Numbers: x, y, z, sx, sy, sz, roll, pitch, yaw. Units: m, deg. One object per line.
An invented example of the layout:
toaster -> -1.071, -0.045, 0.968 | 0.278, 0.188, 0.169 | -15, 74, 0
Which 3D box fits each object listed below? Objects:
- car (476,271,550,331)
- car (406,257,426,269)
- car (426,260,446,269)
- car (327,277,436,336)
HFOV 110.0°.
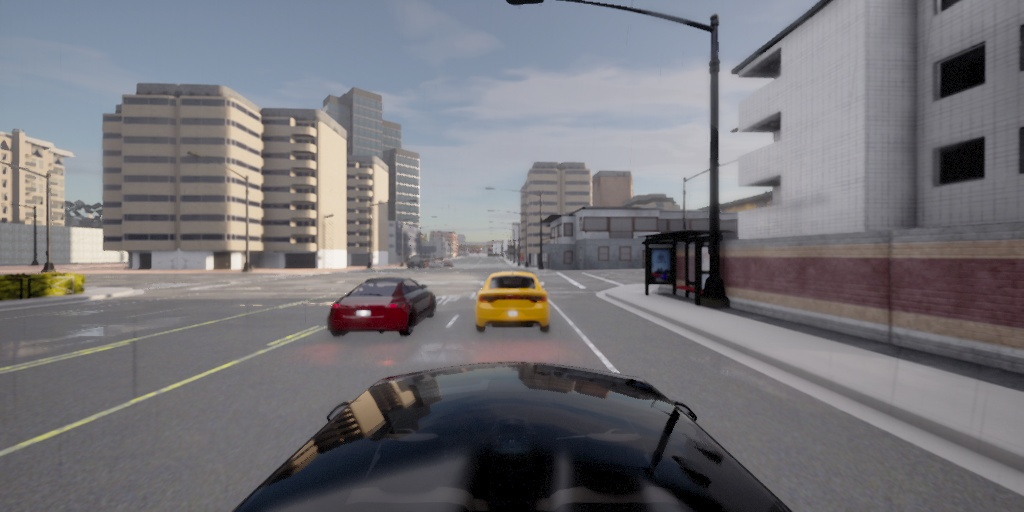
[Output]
car -> 0.010, 1.202, 10.876 | 1.882, 1.535, 5.008 | 0, 0, 0
car -> -16.485, 1.198, 61.561 | 2.150, 2.045, 5.566 | 0, -1, -3
car -> -12.986, 1.577, 61.640 | 1.895, 1.301, 4.718 | 0, -1, -3
car -> -3.476, 1.289, 10.292 | 1.994, 1.385, 4.181 | 0, 0, -1
